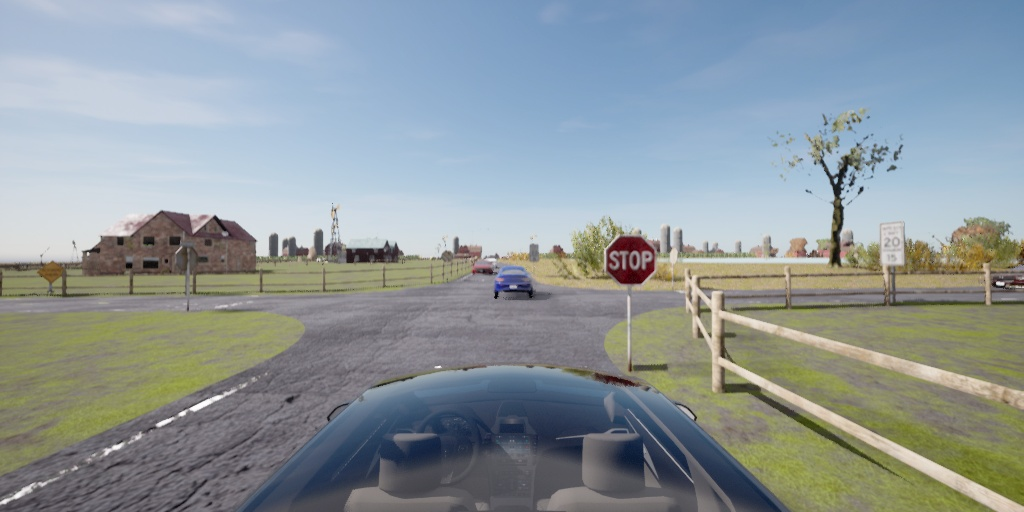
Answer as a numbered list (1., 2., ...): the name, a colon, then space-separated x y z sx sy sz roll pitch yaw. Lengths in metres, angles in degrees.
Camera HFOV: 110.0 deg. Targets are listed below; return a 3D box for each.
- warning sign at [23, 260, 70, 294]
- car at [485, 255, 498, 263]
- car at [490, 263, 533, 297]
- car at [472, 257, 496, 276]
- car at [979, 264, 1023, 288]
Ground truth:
1. warning sign: -25.819 1.170 20.054 1.060 1.860 1.300 0 0 -1
2. car: -3.258 0.854 54.097 2.150 2.045 5.566 0 0 -2
3. car: 0.057 1.247 18.305 1.812 1.442 4.674 -1 -1 0
4. car: -2.928 1.141 36.527 1.882 1.535 5.008 0 0 0
5. car: 27.600 0.987 18.354 5.357 1.411 2.033 -1 -1 -1
